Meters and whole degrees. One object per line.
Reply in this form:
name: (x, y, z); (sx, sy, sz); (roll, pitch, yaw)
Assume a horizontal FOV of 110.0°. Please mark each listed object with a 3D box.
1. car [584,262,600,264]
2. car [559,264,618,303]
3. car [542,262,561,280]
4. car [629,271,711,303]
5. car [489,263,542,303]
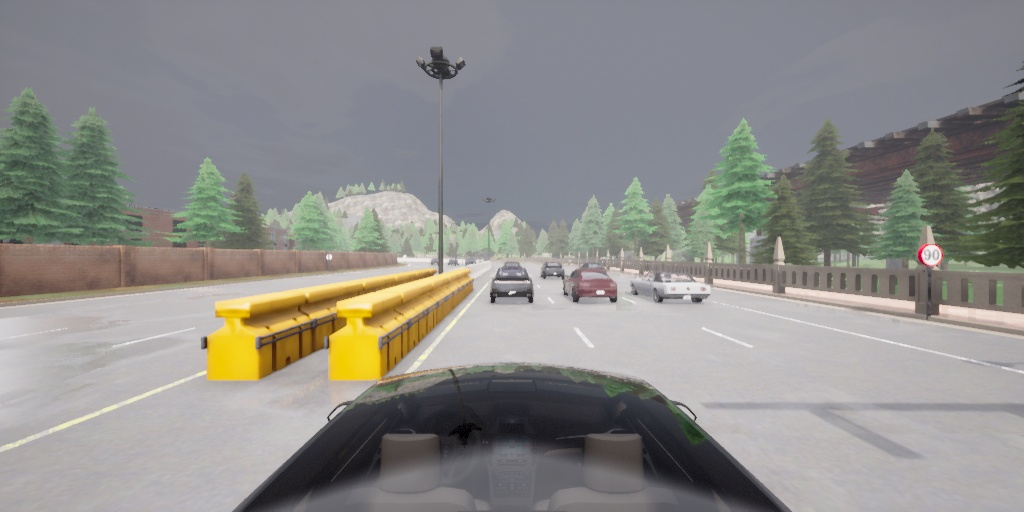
car: (7.000, 1.281, 31.500); (1.812, 1.442, 4.674); (0, 0, 0)
car: (3.500, 1.280, 16.500); (1.812, 1.442, 4.674); (0, 0, 0)
car: (3.500, 1.243, 31.500); (2.128, 1.511, 4.902); (0, 0, 0)
car: (7.000, 1.364, 16.530); (1.895, 1.301, 4.718); (0, 0, 0)
car: (0.000, 1.242, 16.500); (2.128, 1.511, 4.902); (0, 0, 0)
